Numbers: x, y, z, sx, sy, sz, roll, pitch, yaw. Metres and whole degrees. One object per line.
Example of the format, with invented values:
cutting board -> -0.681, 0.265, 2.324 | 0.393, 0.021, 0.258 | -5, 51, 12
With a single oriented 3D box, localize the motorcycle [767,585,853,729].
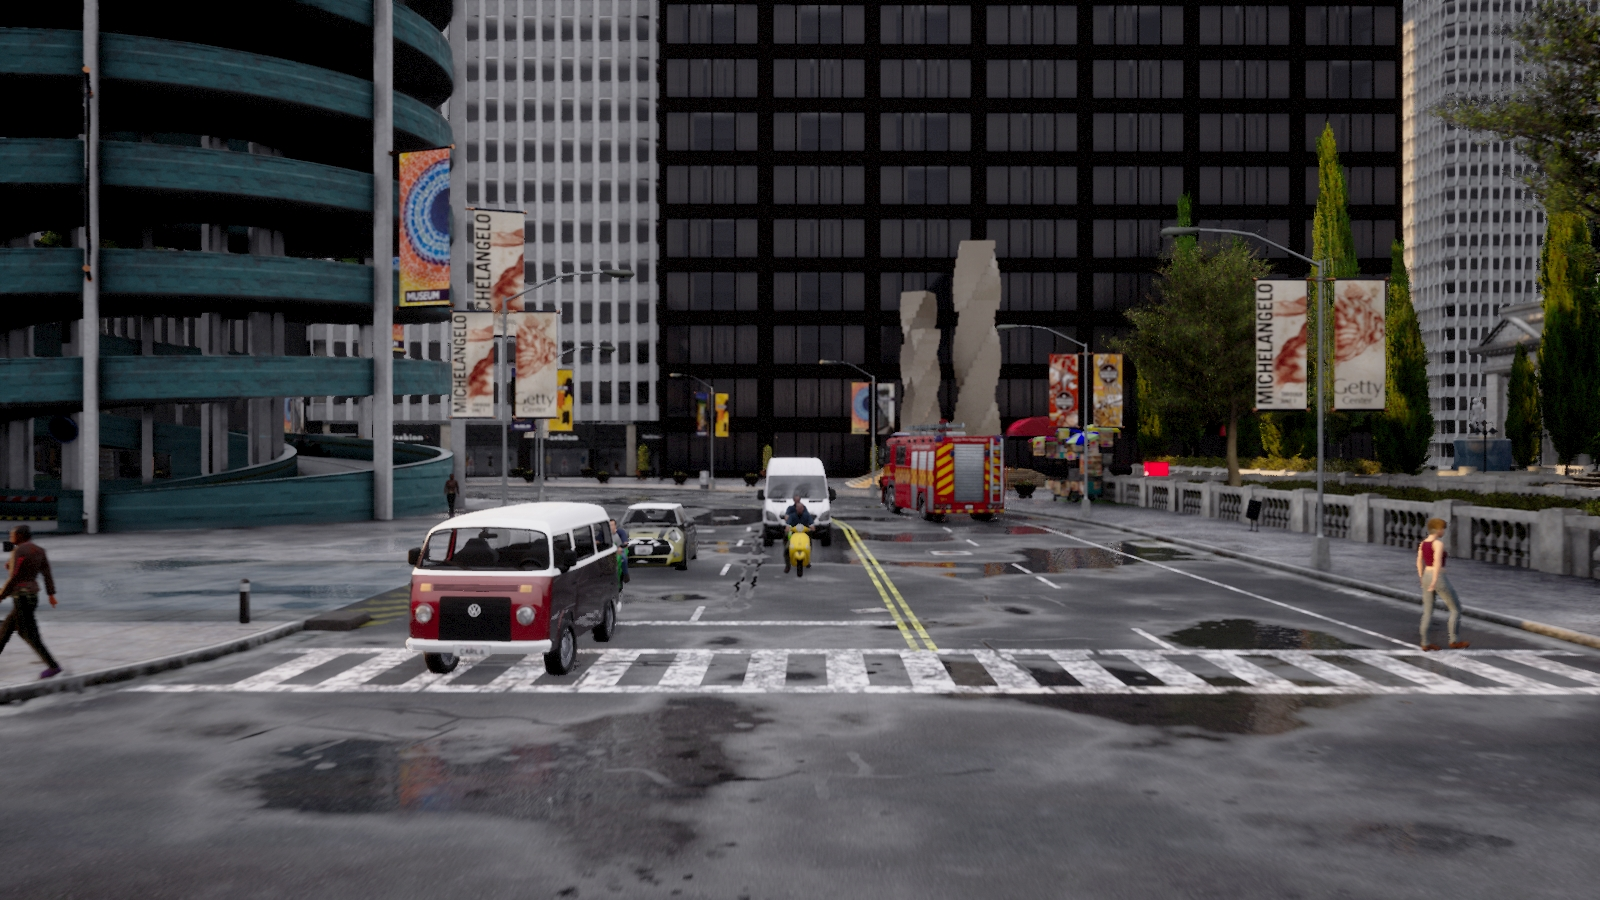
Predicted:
motorcycle -> 0.100, 2.182, 12.357 | 0.856, 1.236, 1.805 | 0, 0, 0

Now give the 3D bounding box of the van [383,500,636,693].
van -> -3.682, 1.787, 15.436 | 2.069, 2.038, 4.480 | 0, 0, 3

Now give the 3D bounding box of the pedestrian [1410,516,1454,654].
pedestrian -> 8.724, 1.849, 15.773 | 0.375, 1.860, 0.375 | 0, 0, -9

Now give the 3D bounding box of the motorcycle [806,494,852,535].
motorcycle -> 0.993, 2.205, 39.372 | 0.867, 1.251, 2.209 | 0, 0, -18

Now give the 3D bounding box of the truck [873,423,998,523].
truck -> 5.480, 0.891, 48.017 | 2.891, 3.827, 8.468 | 0, 0, -10

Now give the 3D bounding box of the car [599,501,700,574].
car -> -3.550, 2.065, 27.636 | 1.970, 1.475, 3.806 | 0, 0, 0

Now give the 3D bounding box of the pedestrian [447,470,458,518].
pedestrian -> -13.472, 1.697, 44.283 | 0.375, 1.860, 0.375 | 0, 0, -9

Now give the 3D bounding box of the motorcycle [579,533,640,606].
motorcycle -> -3.543, 2.213, 21.406 | 0.803, 1.145, 2.033 | 0, 0, 0

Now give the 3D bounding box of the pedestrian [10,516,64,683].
pedestrian -> -8.735, 1.698, 13.090 | 0.375, 1.860, 0.375 | 0, 0, -3

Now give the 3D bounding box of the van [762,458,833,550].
van -> -0.160, 1.535, 35.310 | 1.988, 2.561, 5.915 | 0, 0, -2
